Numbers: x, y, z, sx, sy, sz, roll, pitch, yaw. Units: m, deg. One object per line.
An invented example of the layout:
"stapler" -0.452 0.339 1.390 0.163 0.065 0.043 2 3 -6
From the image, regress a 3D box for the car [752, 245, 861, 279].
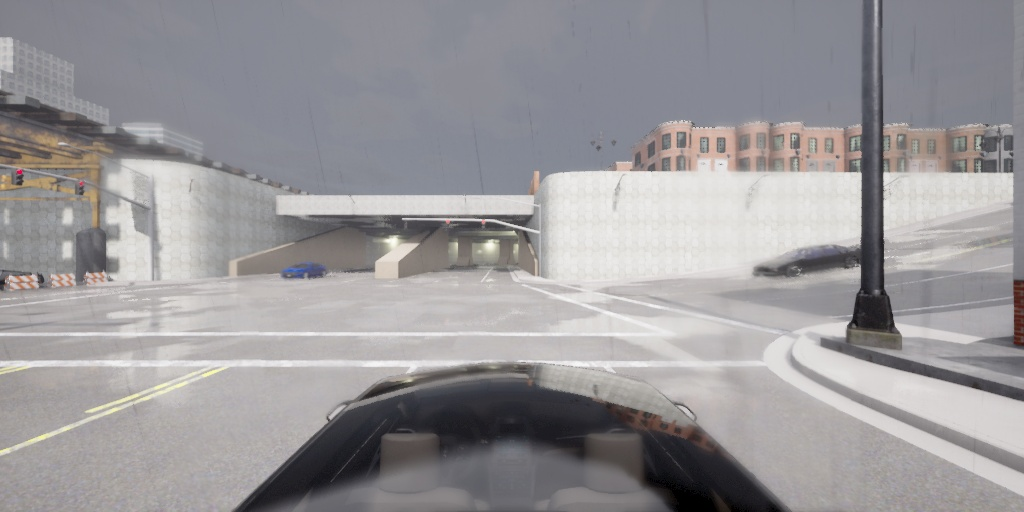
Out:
"car" 15.795 0.216 18.988 5.357 1.411 2.033 -9 0 -1

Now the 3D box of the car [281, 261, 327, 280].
"car" -18.169 1.272 31.548 1.882 1.535 5.008 0 1 -2
